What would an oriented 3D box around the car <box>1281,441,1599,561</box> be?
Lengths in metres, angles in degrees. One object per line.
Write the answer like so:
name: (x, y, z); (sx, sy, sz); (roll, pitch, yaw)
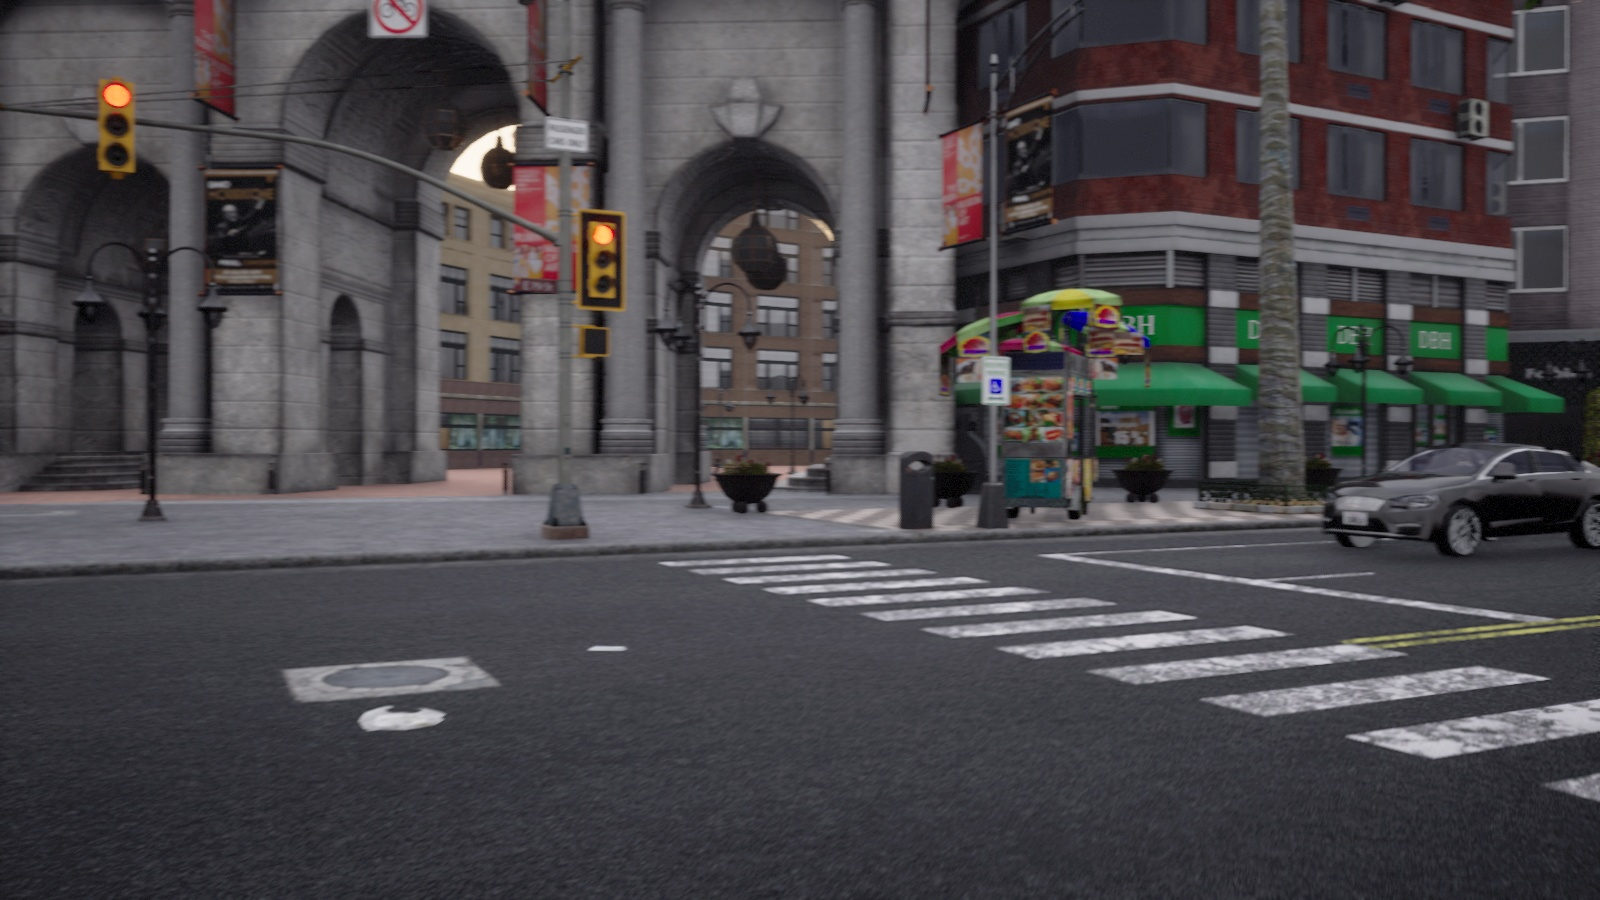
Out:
car: (9.451, 0.636, 17.864); (4.902, 1.511, 2.128); (0, 0, -27)
